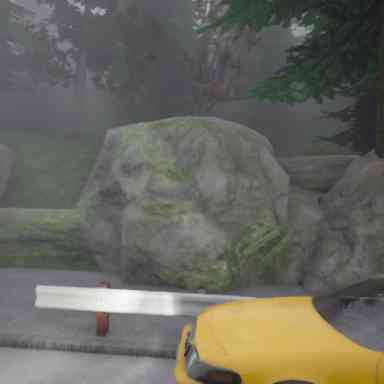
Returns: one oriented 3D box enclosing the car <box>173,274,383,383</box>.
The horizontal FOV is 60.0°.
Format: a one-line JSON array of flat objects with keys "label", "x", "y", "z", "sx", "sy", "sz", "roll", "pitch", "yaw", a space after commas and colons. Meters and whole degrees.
[{"label": "car", "x": 2.520, "y": 1.560, "z": 3.513, "sx": 5.366, "sy": 1.575, "sz": 1.801, "roll": 2, "pitch": 0, "yaw": 4}]
